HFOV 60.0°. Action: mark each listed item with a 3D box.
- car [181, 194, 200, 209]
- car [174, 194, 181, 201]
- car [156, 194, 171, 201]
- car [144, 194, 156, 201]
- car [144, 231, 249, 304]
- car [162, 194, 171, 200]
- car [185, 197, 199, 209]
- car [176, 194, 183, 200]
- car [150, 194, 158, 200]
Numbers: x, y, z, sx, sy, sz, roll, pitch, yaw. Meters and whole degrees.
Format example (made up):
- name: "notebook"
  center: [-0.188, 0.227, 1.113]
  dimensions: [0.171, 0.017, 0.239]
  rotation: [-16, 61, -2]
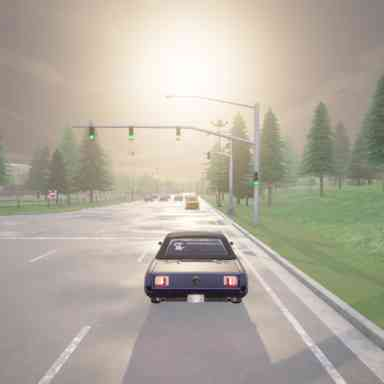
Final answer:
- name: "car"
  center: [-0.053, 1.086, 46.296]
  dimensions: [1.882, 1.535, 5.008]
  rotation: [-3, 17, -3]
- name: "car"
  center: [-3.361, 1.545, 80.827]
  dimensions: [1.994, 1.385, 4.181]
  rotation: [0, 0, 0]
- name: "car"
  center: [-6.862, 1.531, 80.416]
  dimensions: [2.033, 1.411, 5.357]
  rotation: [0, 0, 0]
- name: "car"
  center: [-10.362, 1.531, 80.422]
  dimensions: [2.033, 1.411, 5.357]
  rotation: [0, 0, 0]
- name: "car"
  center: [0.093, 1.601, 8.116]
  dimensions: [1.895, 1.301, 4.718]
  rotation: [0, 0, 0]
- name: "car"
  center: [-6.844, 1.372, 90.836]
  dimensions: [2.033, 1.411, 5.357]
  rotation: [0, 0, 0]
- name: "car"
  center: [0.023, 1.576, 49.784]
  dimensions: [2.033, 1.411, 5.357]
  rotation: [-1, 1, 1]
- name: "car"
  center: [-3.344, 1.356, 90.830]
  dimensions: [1.812, 1.442, 4.674]
  rotation: [0, 0, 0]
- name: "car"
  center: [-10.344, 1.332, 90.842]
  dimensions: [1.837, 1.490, 4.892]
  rotation: [0, 0, 0]
